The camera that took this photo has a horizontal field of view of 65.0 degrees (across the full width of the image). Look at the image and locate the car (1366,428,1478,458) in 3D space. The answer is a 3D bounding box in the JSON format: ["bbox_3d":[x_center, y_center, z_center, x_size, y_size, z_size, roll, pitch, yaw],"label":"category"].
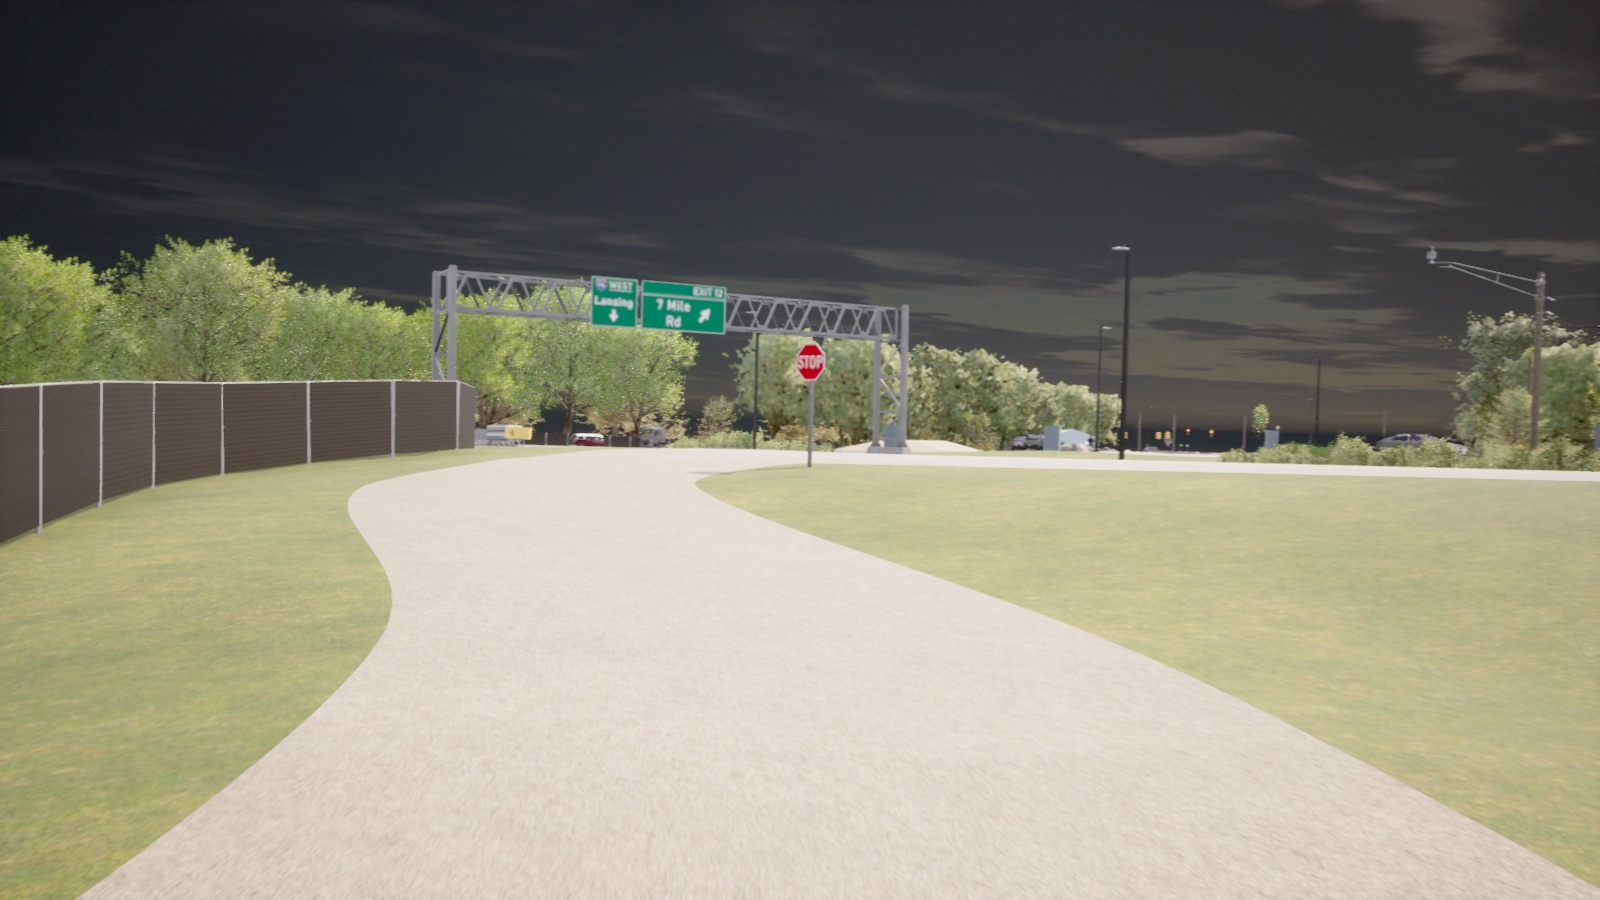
[{"bbox_3d":[33.010,-0.402,66.777,2.128,1.511,4.902,0,1,-32],"label":"car"}]
